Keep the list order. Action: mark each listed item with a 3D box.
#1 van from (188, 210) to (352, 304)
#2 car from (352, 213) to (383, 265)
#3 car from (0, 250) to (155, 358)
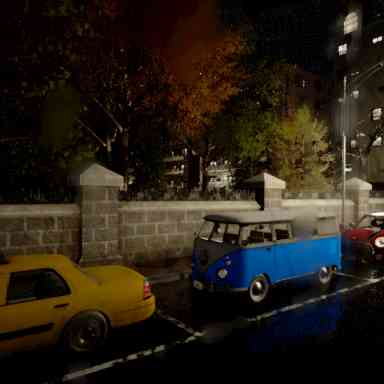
[{"bbox_3d":[1.829,1.342,7.862,3.998,1.788,1.690,0,1,-36],"label":"van"},{"bbox_3d":[6.393,1.442,11.129,4.097,1.590,1.967,0,1,-36],"label":"car"},{"bbox_3d":[-2.876,1.525,4.499,4.829,1.417,1.752,0,1,-36],"label":"car"}]
